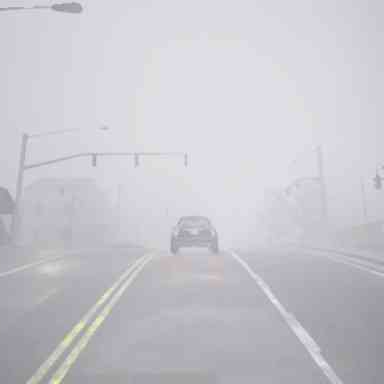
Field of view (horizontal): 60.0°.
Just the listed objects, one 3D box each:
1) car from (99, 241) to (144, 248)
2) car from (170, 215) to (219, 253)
[{"bbox_3d":[-7.626,5.880,35.355,4.718,1.301,1.895,-5,-14,22],"label":"car"},{"bbox_3d":[0.103,2.000,16.109,2.097,1.767,4.553,0,-8,0],"label":"car"}]
